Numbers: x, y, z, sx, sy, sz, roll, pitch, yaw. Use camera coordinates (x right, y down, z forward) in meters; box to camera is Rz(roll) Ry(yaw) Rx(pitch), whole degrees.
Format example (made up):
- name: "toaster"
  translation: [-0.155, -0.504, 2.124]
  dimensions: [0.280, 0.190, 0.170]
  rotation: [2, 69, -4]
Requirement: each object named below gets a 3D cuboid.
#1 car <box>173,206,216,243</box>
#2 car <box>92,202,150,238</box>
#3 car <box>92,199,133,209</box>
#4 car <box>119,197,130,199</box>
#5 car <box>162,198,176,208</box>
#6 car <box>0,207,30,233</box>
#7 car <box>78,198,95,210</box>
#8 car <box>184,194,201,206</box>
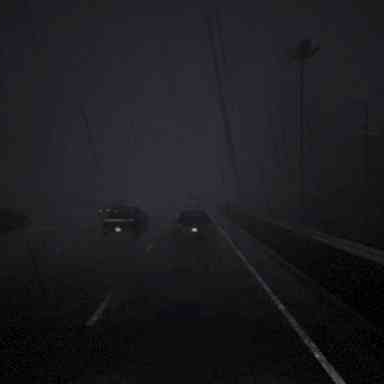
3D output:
- name: "car"
  translation: [0.103, 1.587, 16.228]
  dimensions: [1.994, 1.385, 4.181]
  rotation: [0, 0, 0]
- name: "car"
  translation: [-3.398, 1.517, 17.729]
  dimensions: [2.128, 1.511, 4.902]
  rotation: [0, 0, 0]
- name: "car"
  translation: [-6.896, 1.589, 29.733]
  dimensions: [2.033, 1.411, 5.357]
  rotation: [0, 0, 0]
- name: "car"
  translation: [-10.395, 1.549, 51.300]
  dimensions: [1.882, 1.535, 5.008]
  rotation: [0, 0, 0]
- name: "car"
  translation: [-3.397, 1.632, 49.244]
  dimensions: [1.994, 1.385, 4.181]
  rotation: [0, 0, 0]
- name: "car"
  translation: [-10.399, 1.531, 17.508]
  dimensions: [1.837, 1.490, 4.892]
  rotation: [0, 0, 0]
- name: "car"
  translation: [-13.895, 1.568, 44.857]
  dimensions: [1.837, 1.490, 4.892]
  rotation: [0, 0, 0]
- name: "car"
  translation: [0.105, 1.287, 46.768]
  dimensions: [2.150, 2.045, 5.566]
  rotation: [0, 0, 0]
